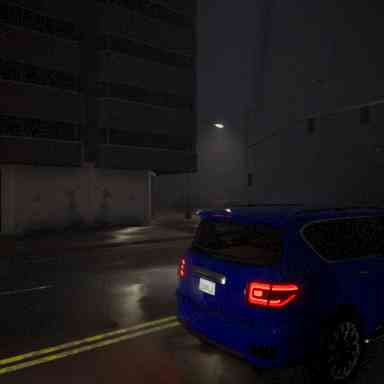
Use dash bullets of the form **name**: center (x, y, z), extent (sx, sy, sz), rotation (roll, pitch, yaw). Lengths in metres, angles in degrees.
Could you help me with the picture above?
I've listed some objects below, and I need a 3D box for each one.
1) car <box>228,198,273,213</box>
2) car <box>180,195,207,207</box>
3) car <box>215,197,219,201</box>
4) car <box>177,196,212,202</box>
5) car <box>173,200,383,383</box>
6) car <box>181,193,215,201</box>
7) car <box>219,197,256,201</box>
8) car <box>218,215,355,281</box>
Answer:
- **car**: center (6.610, 1.491, 38.073), extent (2.128, 1.511, 4.902), rotation (0, 0, -36)
- **car**: center (0.216, 1.352, 53.067), extent (2.097, 1.767, 4.553), rotation (0, 0, -36)
- **car**: center (4.768, 1.477, 52.774), extent (1.882, 1.535, 5.008), rotation (0, 0, -36)
- **car**: center (-0.346, 1.547, 41.665), extent (2.033, 1.411, 5.357), rotation (0, 0, -36)
- **car**: center (2.380, 1.221, 5.507), extent (5.566, 2.045, 2.150), rotation (0, 0, -35)
- **car**: center (0.295, 1.221, 46.735), extent (2.150, 2.045, 5.566), rotation (0, 0, -35)
- **car**: center (5.405, 1.491, 33.789), extent (2.128, 1.511, 4.902), rotation (0, 0, -36)
- **car**: center (3.057, 1.564, 10.489), extent (4.181, 1.385, 1.994), rotation (0, 0, -36)
